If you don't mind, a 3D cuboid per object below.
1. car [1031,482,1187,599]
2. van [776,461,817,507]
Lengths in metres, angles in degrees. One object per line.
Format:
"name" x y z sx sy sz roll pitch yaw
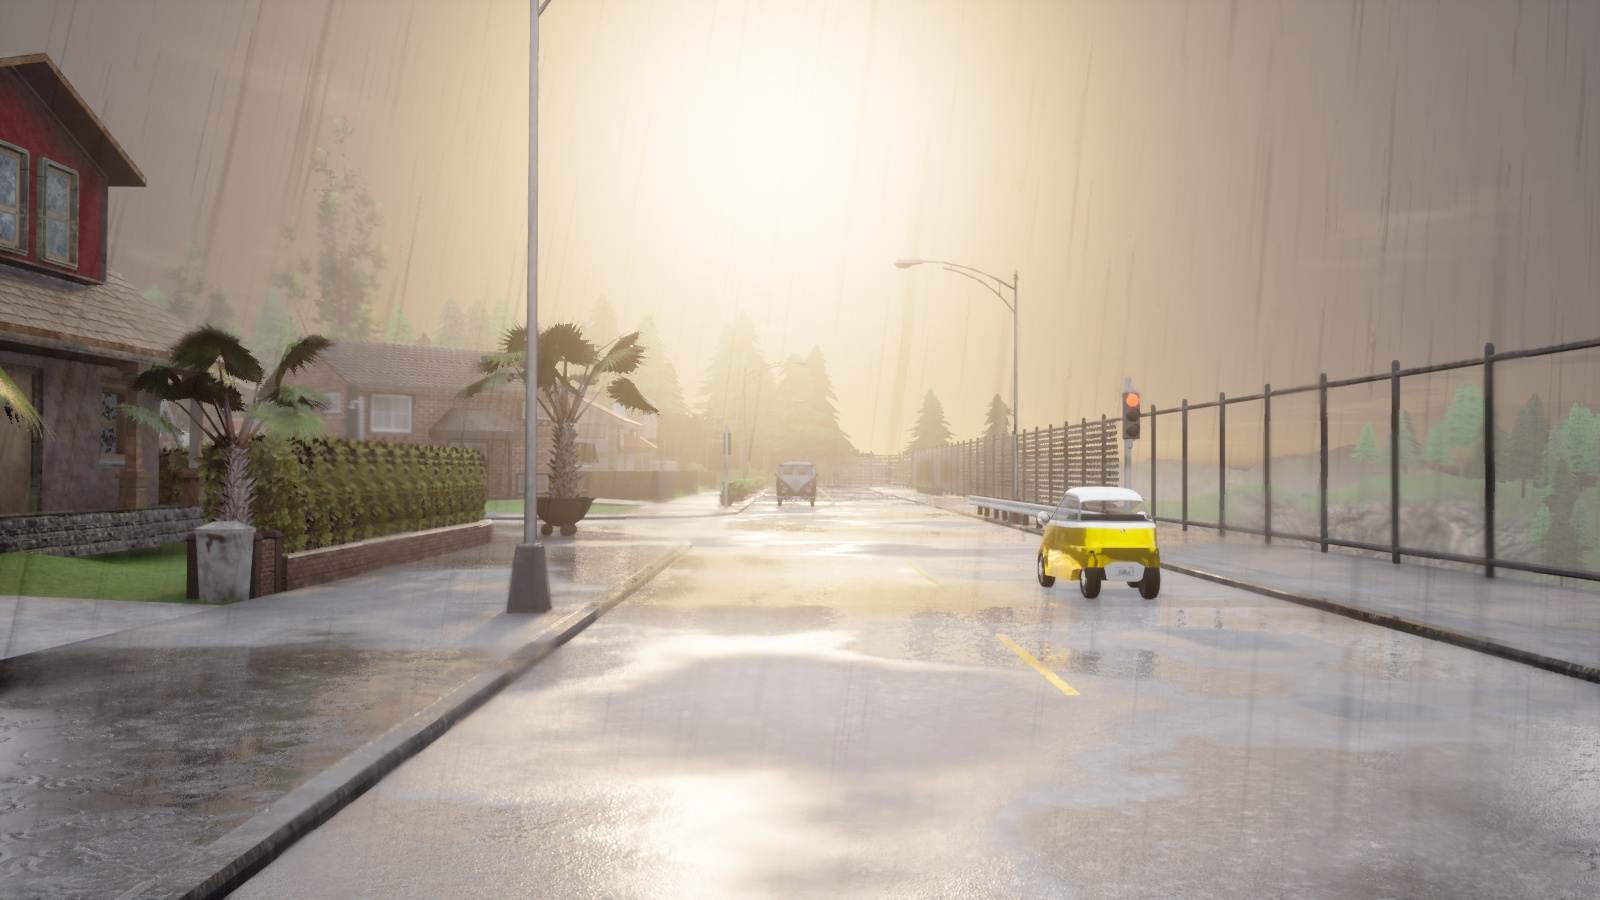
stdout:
"car" 3.959 1.128 16.375 1.481 1.376 2.207 0 -1 0
"van" -0.157 1.509 56.159 1.775 1.987 4.442 0 -1 0
